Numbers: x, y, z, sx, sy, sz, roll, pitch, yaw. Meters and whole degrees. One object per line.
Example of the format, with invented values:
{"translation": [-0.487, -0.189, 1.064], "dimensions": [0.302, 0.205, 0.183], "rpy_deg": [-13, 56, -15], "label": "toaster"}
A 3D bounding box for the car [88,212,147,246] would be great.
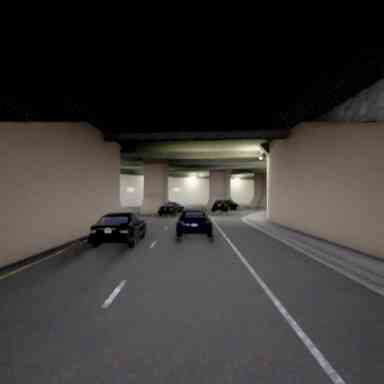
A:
{"translation": [-3.380, 1.664, 15.896], "dimensions": [2.033, 1.411, 5.357], "rpy_deg": [0, 0, 0], "label": "car"}

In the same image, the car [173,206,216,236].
{"translation": [0.125, 1.708, 19.311], "dimensions": [1.994, 1.385, 4.181], "rpy_deg": [0, 0, 0], "label": "car"}

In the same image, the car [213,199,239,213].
{"translation": [4.323, 1.669, 42.190], "dimensions": [2.097, 1.767, 4.553], "rpy_deg": [0, 0, 28], "label": "car"}

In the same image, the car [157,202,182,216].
{"translation": [-2.061, 1.814, 35.960], "dimensions": [2.033, 1.411, 5.357], "rpy_deg": [0, 0, 15], "label": "car"}
